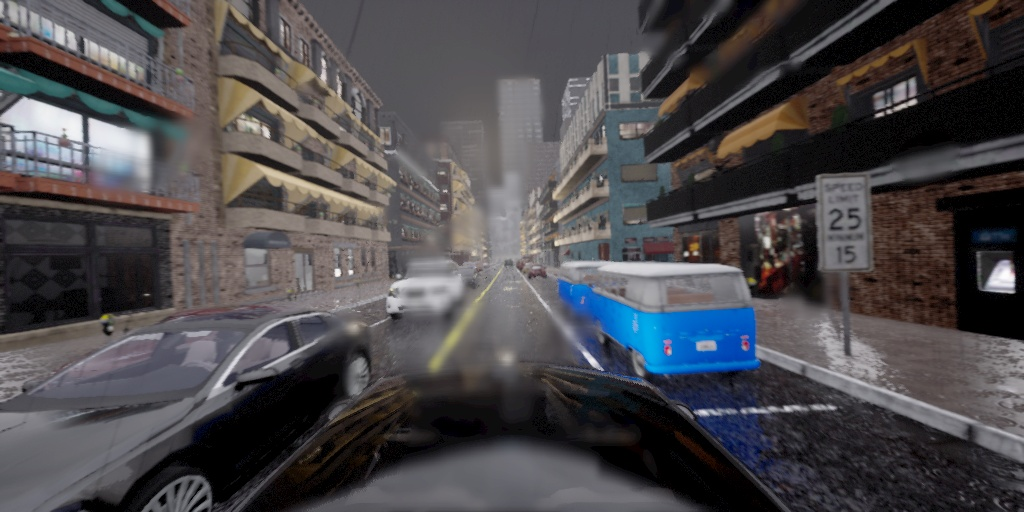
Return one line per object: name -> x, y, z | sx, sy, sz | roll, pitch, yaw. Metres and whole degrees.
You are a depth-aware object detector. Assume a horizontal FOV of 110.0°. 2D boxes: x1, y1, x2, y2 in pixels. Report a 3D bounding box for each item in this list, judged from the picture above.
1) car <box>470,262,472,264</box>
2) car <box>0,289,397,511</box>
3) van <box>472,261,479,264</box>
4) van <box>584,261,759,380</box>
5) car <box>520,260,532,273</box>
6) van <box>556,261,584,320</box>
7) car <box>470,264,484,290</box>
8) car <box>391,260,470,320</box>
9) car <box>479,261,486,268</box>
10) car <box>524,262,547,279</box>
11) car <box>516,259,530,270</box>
car -> -5.956, 1.770, 40.344 | 1.967, 1.591, 4.097 | 0, 0, -1
car -> -3.085, 1.392, 3.751 | 2.128, 1.511, 4.902 | -2, 0, -1
van -> -6.062, 1.770, 51.547 | 1.690, 1.789, 3.998 | 0, 0, -1
van -> 2.699, 1.016, 6.786 | 1.690, 1.789, 3.998 | 0, 0, -1
car -> 2.329, 1.544, 46.169 | 1.751, 1.417, 4.829 | 0, 0, -1
van -> 2.646, 1.065, 12.389 | 1.690, 1.789, 3.998 | 0, 0, -1
car -> -3.279, 1.593, 25.469 | 1.837, 1.490, 4.892 | -2, 0, 0
car -> -3.209, 1.216, 14.459 | 2.150, 2.045, 5.566 | -2, -1, -1
car -> -6.190, 1.843, 62.750 | 2.192, 1.841, 5.009 | 0, 0, -1
car -> 2.436, 1.502, 34.795 | 1.802, 1.307, 4.207 | 0, 0, -1
car -> 2.226, 1.432, 57.202 | 2.192, 1.841, 5.009 | 0, 0, -1
